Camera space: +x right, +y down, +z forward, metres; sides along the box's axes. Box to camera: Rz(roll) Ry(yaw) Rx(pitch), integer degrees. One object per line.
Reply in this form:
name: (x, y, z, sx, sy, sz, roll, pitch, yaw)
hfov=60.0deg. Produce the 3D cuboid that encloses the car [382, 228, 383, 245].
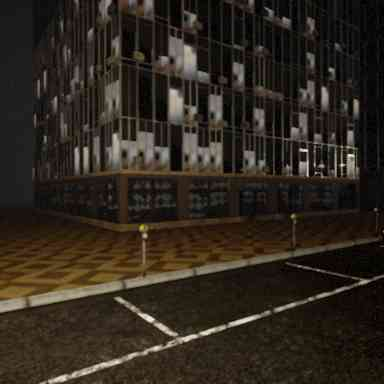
car: (9.210, 1.436, 13.119, 4.507, 1.381, 1.887, -1, 0, -35)
